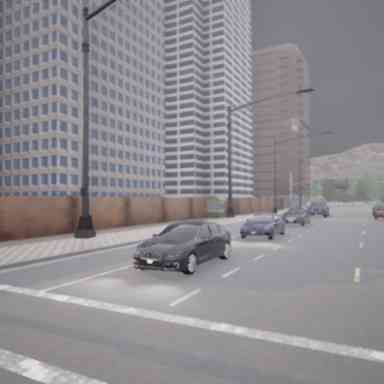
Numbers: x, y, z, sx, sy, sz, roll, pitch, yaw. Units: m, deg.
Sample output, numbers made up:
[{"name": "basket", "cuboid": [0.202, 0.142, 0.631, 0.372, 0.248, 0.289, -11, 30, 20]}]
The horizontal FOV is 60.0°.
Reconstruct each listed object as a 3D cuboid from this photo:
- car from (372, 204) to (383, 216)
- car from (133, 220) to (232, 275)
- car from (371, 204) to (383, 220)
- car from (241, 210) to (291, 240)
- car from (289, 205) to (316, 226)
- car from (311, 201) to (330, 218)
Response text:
[{"name": "car", "cuboid": [25.924, 2.489, 45.777, 1.837, 1.490, 4.892, -1, -2, 28]}, {"name": "car", "cuboid": [-0.105, 1.815, 11.805, 1.837, 1.490, 4.892, -1, -2, 28]}, {"name": "car", "cuboid": [21.251, 2.282, 36.849, 2.128, 1.511, 4.902, -1, -2, 28]}, {"name": "car", "cuboid": [4.488, 2.023, 20.474, 1.812, 1.442, 4.674, -1, -2, 28]}, {"name": "car", "cuboid": [9.373, 2.188, 29.701, 2.128, 1.511, 4.902, -1, -2, 28]}, {"name": "car", "cuboid": [16.255, 2.199, 42.527, 2.150, 2.045, 5.566, -1, -2, 28]}]
